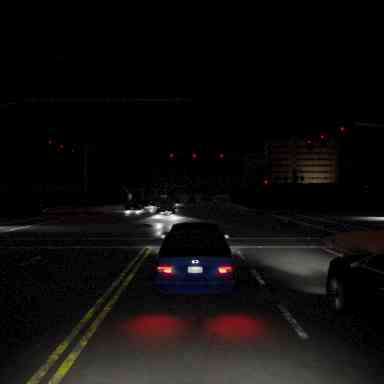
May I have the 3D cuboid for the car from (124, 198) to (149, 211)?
[{"bbox_3d":[-7.135,1.547,42.037,2.033,1.411,5.357,0,0,0],"label":"car"}]

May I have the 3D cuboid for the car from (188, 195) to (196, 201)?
[{"bbox_3d":[-0.072,1.425,84.700,1.994,1.385,4.181,0,0,0],"label":"car"}]

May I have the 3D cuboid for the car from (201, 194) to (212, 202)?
[{"bbox_3d":[3.437,1.344,74.719,2.097,1.767,4.553,0,0,0],"label":"car"}]

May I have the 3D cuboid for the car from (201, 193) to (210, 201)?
[{"bbox_3d":[3.428,1.227,84.675,2.097,1.767,4.553,0,0,0],"label":"car"}]

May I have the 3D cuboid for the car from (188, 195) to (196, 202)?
[{"bbox_3d":[-0.063,1.531,74.426,2.033,1.411,5.357,0,0,0],"label":"car"}]

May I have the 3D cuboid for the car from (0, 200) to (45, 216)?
[{"bbox_3d":[-16.333,1.491,30.981,4.902,1.511,2.128,0,0,-3],"label":"car"}]

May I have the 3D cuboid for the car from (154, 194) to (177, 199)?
[{"bbox_3d":[-3.637,1.492,46.932,2.128,1.511,4.902,0,0,0],"label":"car"}]

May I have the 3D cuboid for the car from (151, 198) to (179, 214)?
[{"bbox_3d":[-2.915,1.601,34.934,1.895,1.301,4.718,0,0,-10],"label":"car"}]

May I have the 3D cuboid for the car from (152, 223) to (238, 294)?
[{"bbox_3d":[0.075,1.547,8.926,2.033,1.411,5.357,0,0,0],"label":"car"}]

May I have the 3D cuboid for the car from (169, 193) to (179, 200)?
[{"bbox_3d":[-3.603,1.225,63.552,2.150,2.045,5.566,0,0,0],"label":"car"}]

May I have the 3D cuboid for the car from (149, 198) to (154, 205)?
[{"bbox_3d":[-7.134,1.600,54.710,1.895,1.301,4.718,0,0,0],"label":"car"}]

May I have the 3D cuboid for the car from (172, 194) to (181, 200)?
[{"bbox_3d":[-3.567,1.210,78.980,1.895,1.301,4.718,0,0,0],"label":"car"}]

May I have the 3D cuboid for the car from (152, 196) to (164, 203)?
[{"bbox_3d":[-7.059,1.547,69.164,2.033,1.411,5.357,0,0,0],"label":"car"}]

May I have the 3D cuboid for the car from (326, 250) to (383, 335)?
[{"bbox_3d":[3.559,1.491,4.683,2.128,1.511,4.902,0,0,0],"label":"car"}]
